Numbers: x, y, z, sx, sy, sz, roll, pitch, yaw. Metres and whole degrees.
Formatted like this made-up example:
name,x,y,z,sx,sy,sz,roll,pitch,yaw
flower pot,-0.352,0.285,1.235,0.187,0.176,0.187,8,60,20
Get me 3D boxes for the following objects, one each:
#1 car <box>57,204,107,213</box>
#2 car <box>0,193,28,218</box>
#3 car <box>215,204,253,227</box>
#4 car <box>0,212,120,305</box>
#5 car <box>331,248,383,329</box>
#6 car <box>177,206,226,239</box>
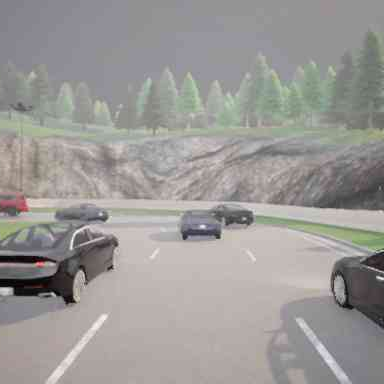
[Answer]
name,x,y,z,sx,sy,sz,roll,pitch,yaw
car,-8.283,1.552,24.908,4.181,1.385,1.994,0,0,31
car,-17.231,1.138,28.697,5.566,2.045,2.150,0,-1,-18
car,2.367,1.559,23.459,1.882,1.535,5.008,1,0,-23
car,-3.117,1.484,8.082,2.128,1.511,4.902,1,0,2
car,3.782,1.552,5.075,1.837,1.490,4.892,0,0,2
car,0.304,1.613,17.763,1.994,1.385,4.181,1,0,-5
